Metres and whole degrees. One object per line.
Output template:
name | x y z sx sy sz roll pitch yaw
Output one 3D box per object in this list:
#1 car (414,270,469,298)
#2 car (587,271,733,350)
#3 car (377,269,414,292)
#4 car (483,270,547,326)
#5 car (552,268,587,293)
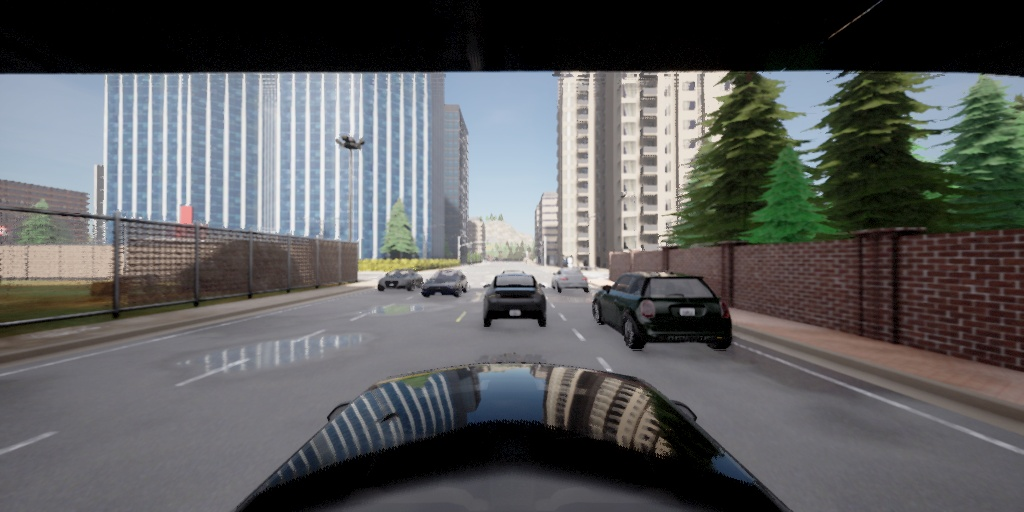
car | -3.545 1.474 19.932 2.033 1.411 5.357 0 -1 0
car | 3.589 1.178 9.453 2.097 1.767 4.553 0 0 0
car | -7.018 1.520 22.929 1.994 1.385 4.181 0 -1 0
car | 0.087 1.350 12.016 1.837 1.490 4.892 0 -2 0
car | 3.605 1.478 22.616 1.812 1.442 4.674 0 -1 0
